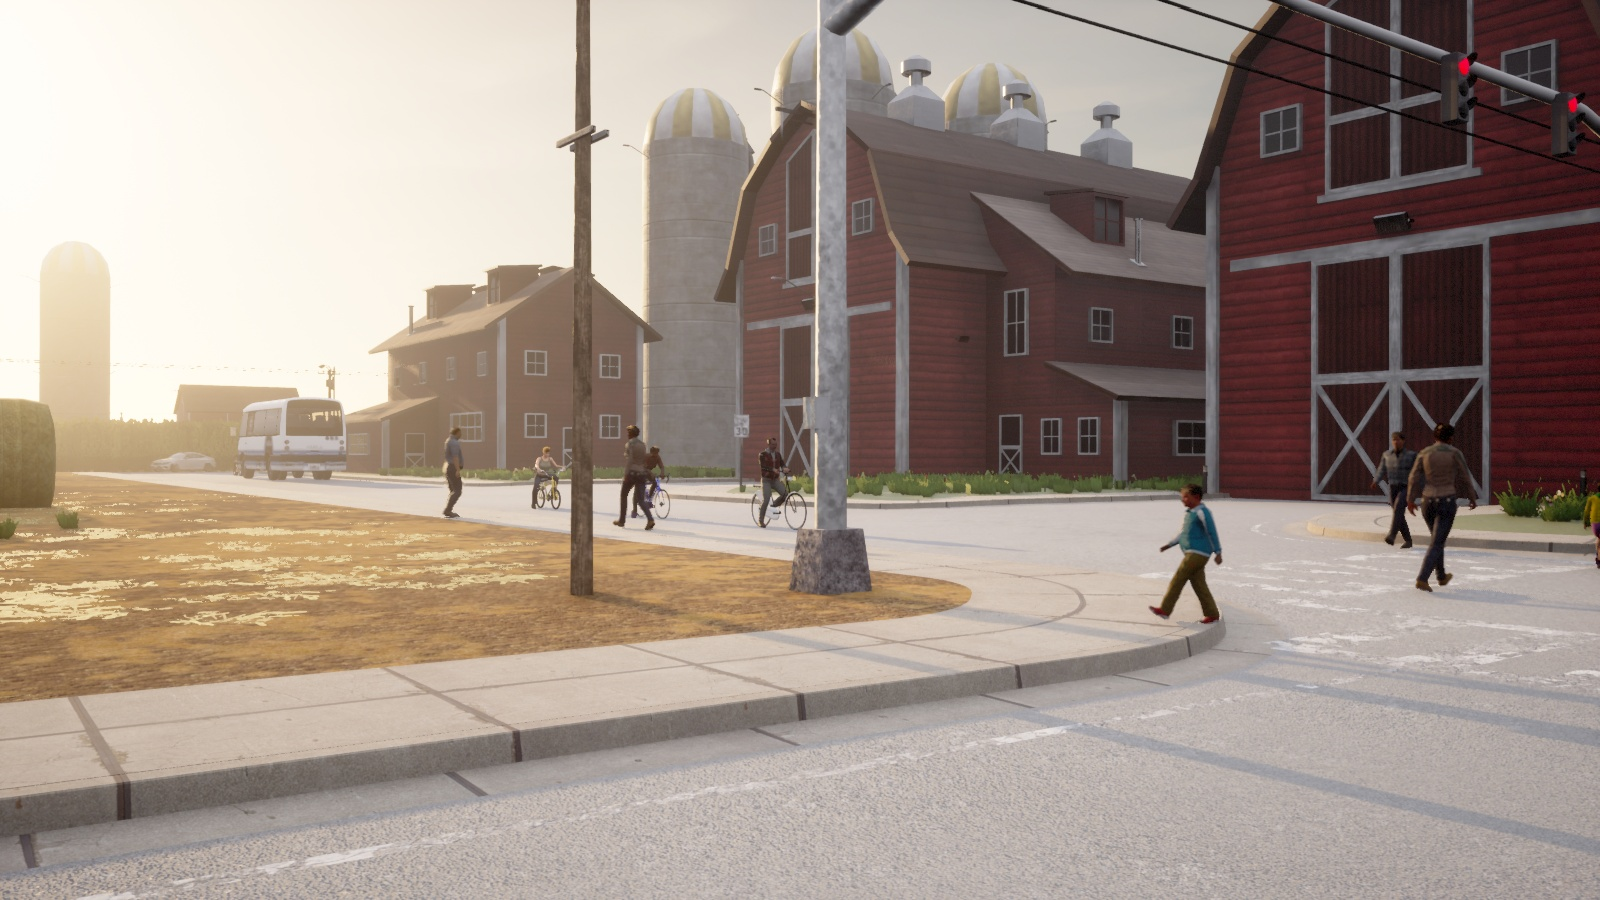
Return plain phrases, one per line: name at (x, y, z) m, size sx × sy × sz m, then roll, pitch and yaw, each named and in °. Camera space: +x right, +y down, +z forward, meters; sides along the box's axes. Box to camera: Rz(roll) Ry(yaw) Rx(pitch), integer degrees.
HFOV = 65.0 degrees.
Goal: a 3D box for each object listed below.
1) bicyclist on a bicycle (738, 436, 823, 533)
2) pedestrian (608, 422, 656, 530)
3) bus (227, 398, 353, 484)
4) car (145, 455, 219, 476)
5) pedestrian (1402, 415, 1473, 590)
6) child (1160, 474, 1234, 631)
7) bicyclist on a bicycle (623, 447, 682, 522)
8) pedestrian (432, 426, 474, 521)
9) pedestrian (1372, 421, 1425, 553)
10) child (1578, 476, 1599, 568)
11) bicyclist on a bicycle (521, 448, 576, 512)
bicyclist on a bicycle at (-0.399, 0.641, 24.027) m, size 0.659 × 1.776 × 1.843 m, roll -1°, pitch 0°, yaw -36°
pedestrian at (-2.858, 0.438, 21.351) m, size 0.869 × 1.805 × 0.328 m, roll 0°, pitch 0°, yaw 44°
bus at (-27.607, -0.434, 67.604) m, size 3.944 × 4.253 × 10.273 m, roll 0°, pitch 0°, yaw -36°
car at (-43.796, 1.077, 89.162) m, size 1.812 × 1.442 × 4.674 m, roll -1°, pitch 0°, yaw 22°
pedestrian at (6.776, 0.538, 13.340) m, size 0.869 × 1.805 × 0.328 m, roll 0°, pitch 0°, yaw -39°
child at (3.100, 0.788, 9.822) m, size 0.448 × 1.192 × 0.343 m, roll 0°, pitch 0°, yaw -8°
bicyclist on a bicycle at (-3.312, 0.747, 28.056) m, size 0.582 × 1.620 × 1.656 m, roll 0°, pitch 0°, yaw -36°
pedestrian at (-6.855, 0.455, 24.794) m, size 0.694 × 1.848 × 0.540 m, roll 0°, pitch 0°, yaw -28°
pedestrian at (9.057, 0.547, 19.009) m, size 0.788 × 1.949 × 0.423 m, roll 0°, pitch 0°, yaw -39°
child at (10.241, 0.918, 16.094) m, size 0.473 × 1.160 × 0.299 m, roll 0°, pitch 0°, yaw -38°
bicyclist on a bicycle at (-6.515, 0.748, 32.483) m, size 0.866 × 1.612 × 1.509 m, roll 0°, pitch 0°, yaw -36°
